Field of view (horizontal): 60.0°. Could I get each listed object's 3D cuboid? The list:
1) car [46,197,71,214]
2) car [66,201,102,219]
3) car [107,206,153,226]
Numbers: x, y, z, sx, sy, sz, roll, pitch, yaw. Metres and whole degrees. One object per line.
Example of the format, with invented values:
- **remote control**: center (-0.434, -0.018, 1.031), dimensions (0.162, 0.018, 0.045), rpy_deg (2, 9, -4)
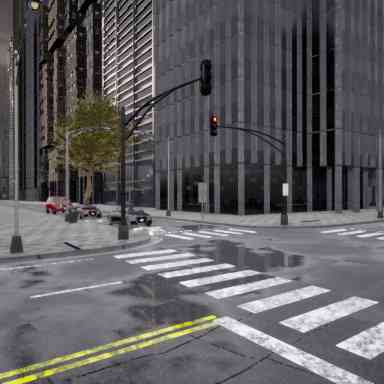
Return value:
- **car**: center (-16.140, 1.574, 40.305), dimensions (2.150, 2.045, 5.566), rpy_deg (0, 0, -35)
- **car**: center (-10.239, 1.817, 31.974), dimensions (1.994, 1.385, 4.181), rpy_deg (0, 0, -36)
- **car**: center (-4.518, 1.729, 23.938), dimensions (1.994, 1.385, 4.181), rpy_deg (0, 0, -35)
